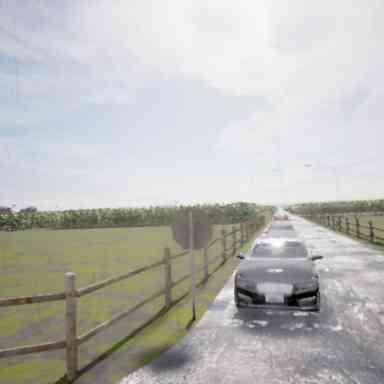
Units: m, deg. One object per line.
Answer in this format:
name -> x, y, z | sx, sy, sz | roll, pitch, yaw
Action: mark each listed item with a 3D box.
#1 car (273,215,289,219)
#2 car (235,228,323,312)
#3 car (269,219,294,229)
car -> 8.986, 3.106, 33.470 | 2.097, 1.767, 4.553 | -3, -4, 15
car -> 2.375, 1.978, 8.978 | 2.128, 1.511, 4.902 | -3, -4, 17
car -> 5.588, 2.636, 20.629 | 2.033, 1.411, 5.357 | -3, -4, 15
